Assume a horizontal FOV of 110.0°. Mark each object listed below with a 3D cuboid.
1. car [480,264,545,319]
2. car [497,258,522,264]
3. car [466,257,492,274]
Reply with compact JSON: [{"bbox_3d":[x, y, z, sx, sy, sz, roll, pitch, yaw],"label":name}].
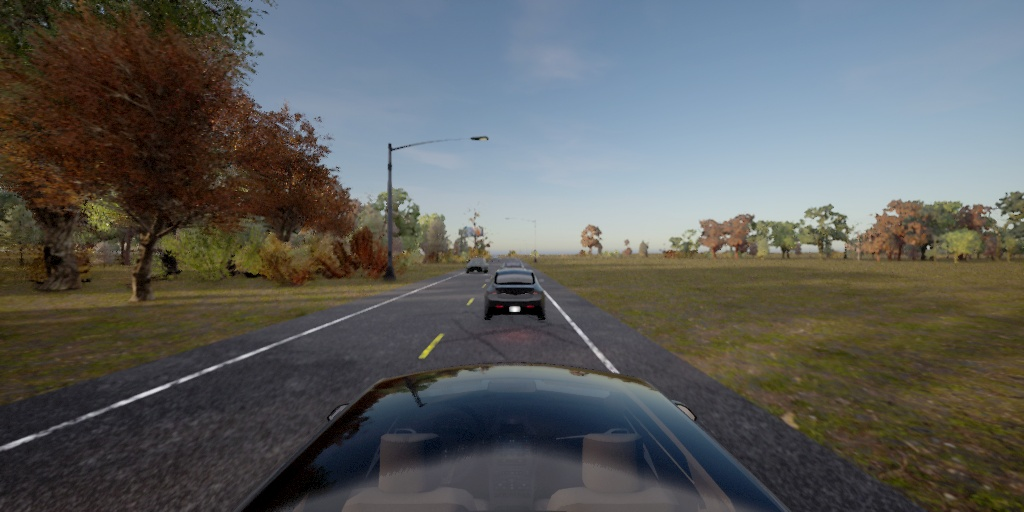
[{"bbox_3d":[0.086,1.205,12.478,1.837,1.490,4.892,0,1,0],"label":"car"},{"bbox_3d":[0.083,1.110,29.123,2.128,1.511,4.902,0,0,0],"label":"car"},{"bbox_3d":[-3.606,0.930,37.756,2.097,1.767,4.553,0,0,0],"label":"car"}]
